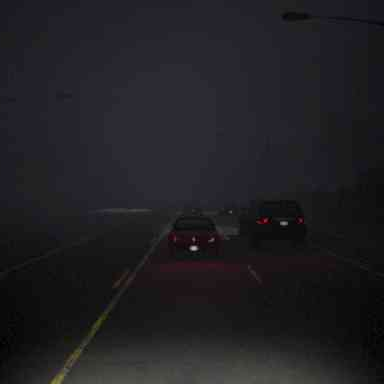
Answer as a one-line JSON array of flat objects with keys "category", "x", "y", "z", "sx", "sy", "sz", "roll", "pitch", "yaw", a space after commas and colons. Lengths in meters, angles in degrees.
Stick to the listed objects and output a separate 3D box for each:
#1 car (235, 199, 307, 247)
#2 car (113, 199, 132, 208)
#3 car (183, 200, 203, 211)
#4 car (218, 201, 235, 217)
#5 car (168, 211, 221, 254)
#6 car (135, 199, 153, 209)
[{"category": "car", "x": 3.588, "y": 1.312, "z": 15.623, "sx": 2.150, "sy": 2.045, "sz": 5.566, "roll": 0, "pitch": 0, "yaw": 0}, {"category": "car", "x": -10.341, "y": 1.729, "z": 49.716, "sx": 1.895, "sy": 1.301, "sz": 4.718, "roll": 0, "pitch": 0, "yaw": 3}, {"category": "car", "x": 0.097, "y": 1.587, "z": 33.953, "sx": 1.882, "sy": 1.535, "sz": 5.008, "roll": 0, "pitch": 0, "yaw": 0}, {"category": "car", "x": 3.593, "y": 1.634, "z": 33.004, "sx": 1.812, "sy": 1.442, "sz": 4.674, "roll": 0, "pitch": 0, "yaw": 0}, {"category": "car", "x": 0.082, "y": 1.686, "z": 13.883, "sx": 1.895, "sy": 1.301, "sz": 4.718, "roll": 0, "pitch": 0, "yaw": 0}, {"category": "car", "x": -6.936, "y": 1.723, "z": 48.227, "sx": 1.895, "sy": 1.301, "sz": 4.718, "roll": 0, "pitch": 0, "yaw": 2}]
